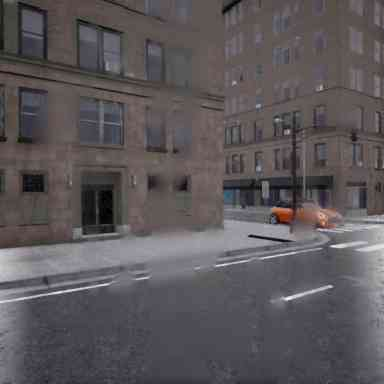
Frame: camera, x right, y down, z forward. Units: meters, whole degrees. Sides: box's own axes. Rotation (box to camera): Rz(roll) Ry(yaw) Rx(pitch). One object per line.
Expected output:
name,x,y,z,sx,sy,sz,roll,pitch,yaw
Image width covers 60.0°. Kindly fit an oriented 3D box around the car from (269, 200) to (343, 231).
car,7.005,1.313,20.755,2.097,1.767,4.553,-1,1,-30
